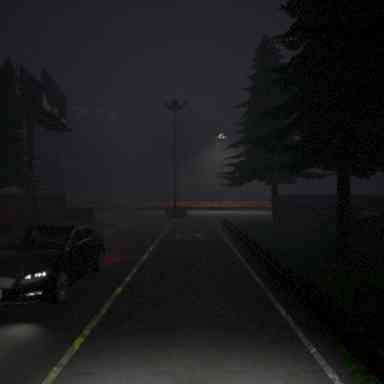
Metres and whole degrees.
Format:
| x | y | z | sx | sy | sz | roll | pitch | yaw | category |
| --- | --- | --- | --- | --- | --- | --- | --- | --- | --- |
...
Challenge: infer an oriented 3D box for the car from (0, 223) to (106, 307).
| x | y | z | sx | sy | sz | roll | pitch | yaw | category |
| --- | --- | --- | --- | --- | --- | --- | --- | --- | --- |
| -3.569 | 1.584 | 8.421 | 2.128 | 1.511 | 4.902 | 0 | 0 | 0 | car |
